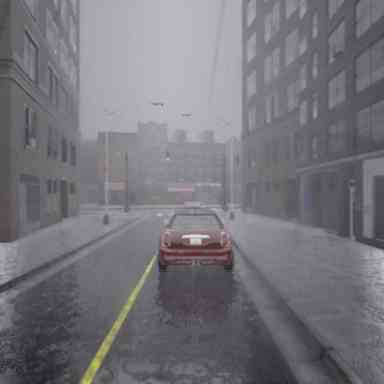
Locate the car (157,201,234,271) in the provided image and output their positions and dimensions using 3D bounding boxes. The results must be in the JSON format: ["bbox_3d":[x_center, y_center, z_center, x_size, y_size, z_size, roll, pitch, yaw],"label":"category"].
[{"bbox_3d":[0.101,1.322,10.944,2.097,1.767,4.553,0,0,0],"label":"car"}]

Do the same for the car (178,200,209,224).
[{"bbox_3d":[0.086,1.422,25.339,2.128,1.511,4.902,0,0,-1],"label":"car"}]
